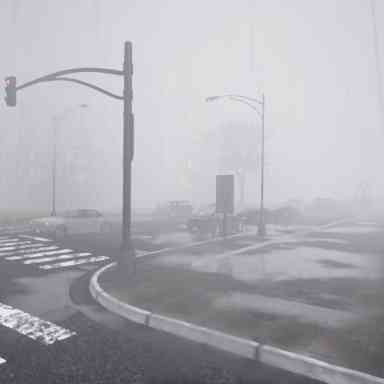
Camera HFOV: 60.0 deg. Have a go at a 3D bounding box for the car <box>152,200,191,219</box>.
[{"bbox_3d":[-1.651,1.481,29.474,1.967,1.590,4.097,1,0,36],"label":"car"}]

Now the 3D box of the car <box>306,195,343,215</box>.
[{"bbox_3d":[15.138,1.569,37.805,2.192,1.841,5.009,1,0,36],"label":"car"}]

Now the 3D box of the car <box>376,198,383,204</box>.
[{"bbox_3d":[44.652,2.046,78.111,2.008,1.369,4.403,1,0,36],"label":"car"}]

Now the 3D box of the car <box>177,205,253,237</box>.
[{"bbox_3d":[1.435,1.696,19.088,2.008,1.369,4.403,1,0,36],"label":"car"}]

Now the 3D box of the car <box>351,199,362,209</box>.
[{"bbox_3d":[24.930,1.773,51.273,1.967,1.590,4.097,1,0,36],"label":"car"}]

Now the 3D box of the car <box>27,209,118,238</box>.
[{"bbox_3d":[-6.391,1.630,18.237,1.895,1.301,4.718,1,0,34],"label":"car"}]

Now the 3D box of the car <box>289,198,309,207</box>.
[{"bbox_3d":[18.075,1.726,56.098,1.752,1.417,4.829,1,0,36],"label":"car"}]

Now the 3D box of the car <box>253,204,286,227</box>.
[{"bbox_3d":[4.681,1.737,23.505,1.947,1.339,4.313,1,0,36],"label":"car"}]

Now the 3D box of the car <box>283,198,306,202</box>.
[{"bbox_3d":[13.783,1.696,45.769,1.837,1.490,4.892,1,0,37],"label":"car"}]

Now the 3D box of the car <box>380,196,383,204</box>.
[{"bbox_3d":[41.368,1.783,73.637,2.192,1.841,5.009,1,0,36],"label":"car"}]

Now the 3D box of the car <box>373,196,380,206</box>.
[{"bbox_3d":[34.891,1.940,64.829,1.752,1.417,4.829,1,0,36],"label":"car"}]

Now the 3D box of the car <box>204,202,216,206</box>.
[{"bbox_3d":[2.139,1.622,30.028,1.812,1.442,4.674,1,1,37],"label":"car"}]

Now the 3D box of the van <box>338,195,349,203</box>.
[{"bbox_3d":[37.901,1.706,83.072,1.690,1.788,3.998,1,0,36],"label":"van"}]

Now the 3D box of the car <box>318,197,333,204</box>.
[{"bbox_3d":[28.037,1.849,69.653,1.947,1.339,4.313,1,0,36],"label":"car"}]

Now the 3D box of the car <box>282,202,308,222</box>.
[{"bbox_3d":[7.926,1.779,27.921,1.802,1.307,4.206,1,0,36],"label":"car"}]

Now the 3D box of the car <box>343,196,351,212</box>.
[{"bbox_3d":[18.397,1.720,42.299,1.967,1.590,4.097,1,0,36],"label":"car"}]
